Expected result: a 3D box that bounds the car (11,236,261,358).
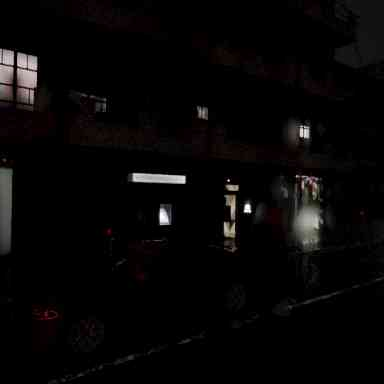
[{"bbox_3d":[-0.725,1.546,6.030,4.507,1.381,1.887,0,1,-36],"label":"car"}]
